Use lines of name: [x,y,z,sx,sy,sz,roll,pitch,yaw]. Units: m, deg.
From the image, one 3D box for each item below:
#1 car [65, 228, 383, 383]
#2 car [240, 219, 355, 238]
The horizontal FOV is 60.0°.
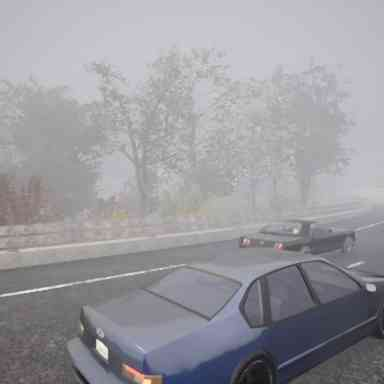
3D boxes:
car: [1.118,1.551,4.748,5.357,1.411,2.033,0,0,-38]
car: [3.850,1.600,11.547,4.718,1.301,1.895,0,0,-41]
